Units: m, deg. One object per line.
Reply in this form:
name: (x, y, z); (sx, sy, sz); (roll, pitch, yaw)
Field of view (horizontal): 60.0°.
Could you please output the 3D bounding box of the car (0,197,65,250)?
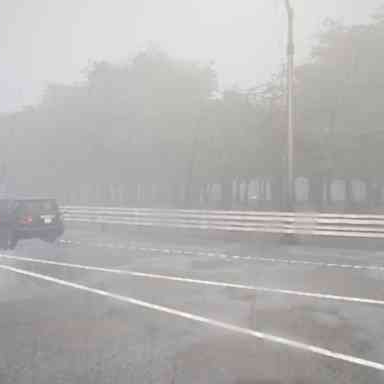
car: (-8.072, 1.234, 14.619); (5.566, 2.045, 2.150); (0, 0, 30)
